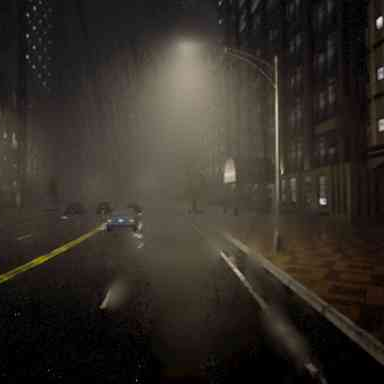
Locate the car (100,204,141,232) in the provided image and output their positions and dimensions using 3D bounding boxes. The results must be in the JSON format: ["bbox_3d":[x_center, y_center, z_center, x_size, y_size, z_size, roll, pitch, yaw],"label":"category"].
[{"bbox_3d":[-4.470,1.769,22.066,2.033,1.411,5.357,0,-1,-6],"label":"car"}]

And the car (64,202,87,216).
[{"bbox_3d":[-13.478,1.904,38.680,1.882,1.535,5.008,0,-1,-10],"label":"car"}]

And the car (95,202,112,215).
[{"bbox_3d":[-10.277,1.928,39.239,1.837,1.490,4.892,0,-1,-10],"label":"car"}]
